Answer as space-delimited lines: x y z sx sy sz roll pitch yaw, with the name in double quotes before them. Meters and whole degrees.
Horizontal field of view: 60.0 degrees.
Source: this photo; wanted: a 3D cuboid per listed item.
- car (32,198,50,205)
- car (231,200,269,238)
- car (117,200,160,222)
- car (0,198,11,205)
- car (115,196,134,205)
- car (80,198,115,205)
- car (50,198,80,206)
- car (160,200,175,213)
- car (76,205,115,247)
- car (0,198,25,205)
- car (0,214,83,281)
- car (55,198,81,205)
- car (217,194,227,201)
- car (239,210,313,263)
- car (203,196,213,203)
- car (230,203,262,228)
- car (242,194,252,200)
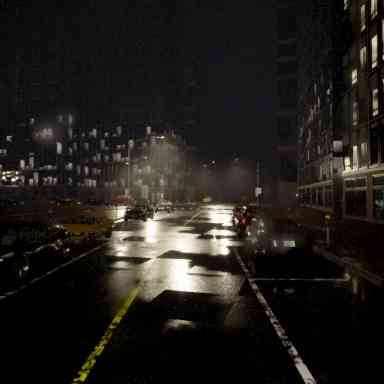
"car" -29.543 1.894 65.948 4.829 1.417 1.752 0 -1 15
"car" 3.264 1.449 17.605 1.967 1.590 4.097 1 0 4
"car" -4.132 1.578 26.414 2.008 1.369 4.403 1 0 5
"car" -40.170 1.990 68.860 4.403 1.369 2.008 0 -1 15
"car" -13.192 1.575 61.472 5.009 1.841 2.192 0 -1 15
"car" -15.268 1.675 53.867 4.313 1.339 1.947 0 -1 15
"car" -20.661 1.696 55.345 4.403 1.369 2.008 0 -1 15
"car" -3.008 1.595 37.172 2.008 1.369 4.403 1 0 7
"car" -4.895 1.540 15.314 1.752 1.417 4.829 1 0 3
"car" -31.447 1.768 58.300 4.403 1.369 2.008 0 -1 15
"car" -5.123 1.575 9.990 1.947 1.339 4.313 1 0 2
"car" -23.983 1.883 64.425 4.403 1.369 2.008 0 -1 15
"car" 8.107 1.530 89.920 2.192 1.841 5.009 1 0 16
"car" 2.973 1.571 11.925 1.947 1.339 4.313 1 0 2
"car" 3.553 1.675 73.829 1.752 1.417 4.829 1 0 14
"car" 3.650 1.557 23.235 1.887 1.381 4.507 1 0 5
"car" 12.553 1.440 76.074 2.192 1.841 5.009 1 0 15
